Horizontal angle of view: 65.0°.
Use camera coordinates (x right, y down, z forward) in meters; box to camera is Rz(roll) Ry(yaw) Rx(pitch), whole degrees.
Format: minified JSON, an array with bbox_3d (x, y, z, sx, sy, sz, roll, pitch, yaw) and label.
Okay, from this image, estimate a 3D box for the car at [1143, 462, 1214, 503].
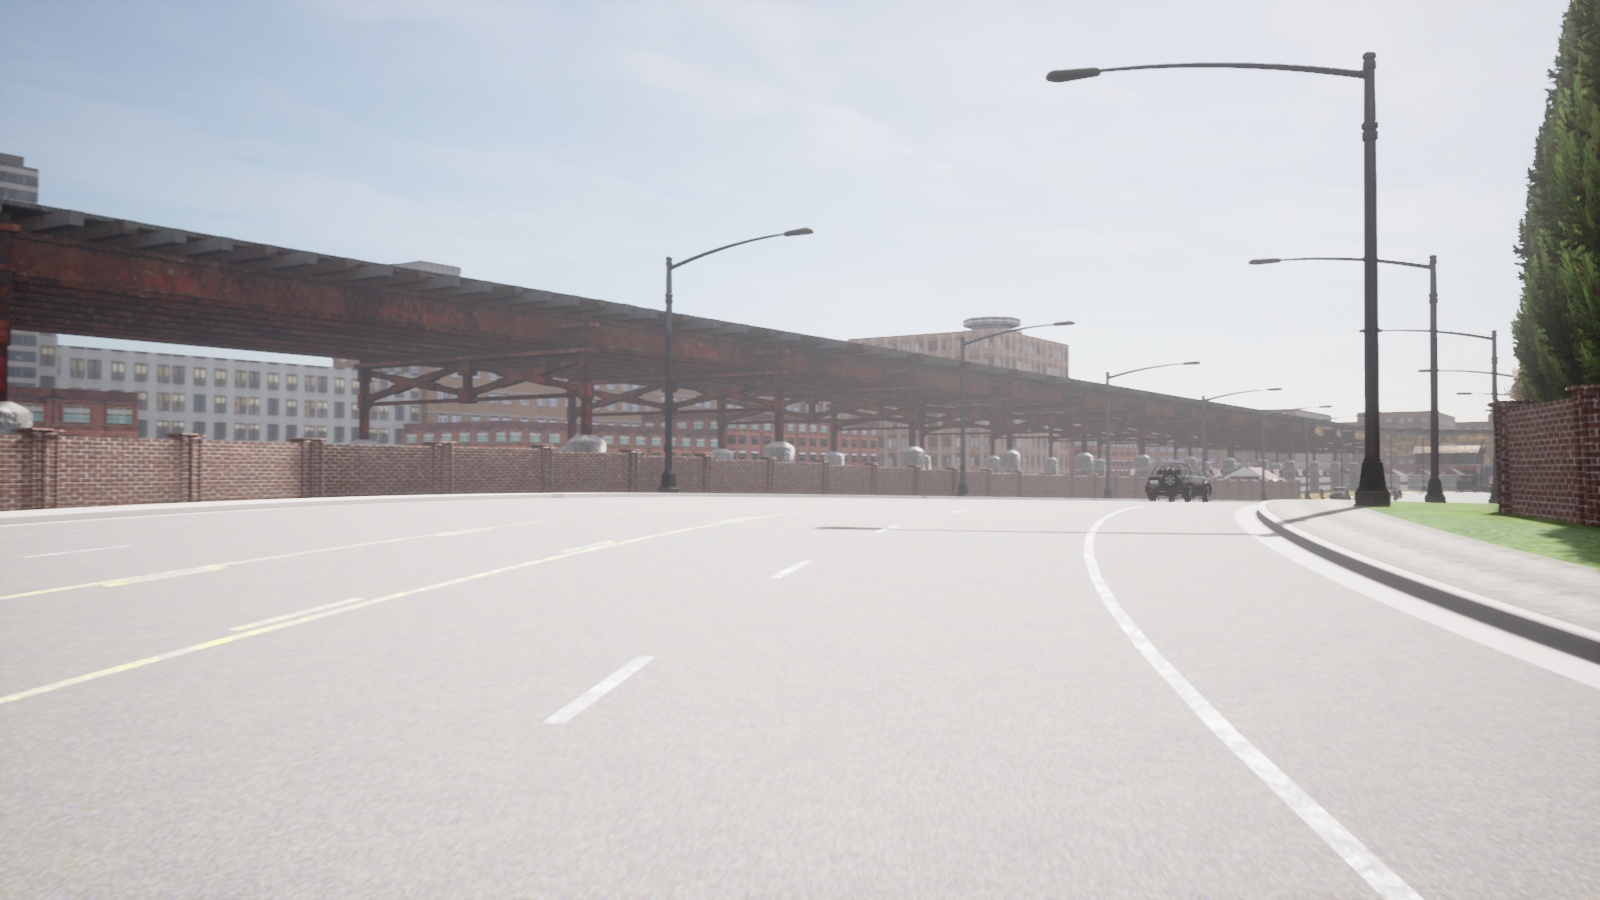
[{"bbox_3d":[17.901,1.565,59.205,1.932,1.855,4.605,0,-2,34],"label":"car"}]
